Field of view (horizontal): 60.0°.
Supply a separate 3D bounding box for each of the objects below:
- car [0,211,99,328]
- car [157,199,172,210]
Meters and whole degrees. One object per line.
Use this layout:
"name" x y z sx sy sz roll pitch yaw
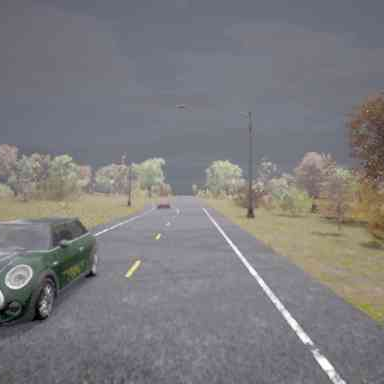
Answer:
"car" -3.601 1.383 7.286 2.097 1.767 4.553 0 0 0
"car" -4.029 1.704 48.265 1.882 1.535 5.008 0 0 -4
